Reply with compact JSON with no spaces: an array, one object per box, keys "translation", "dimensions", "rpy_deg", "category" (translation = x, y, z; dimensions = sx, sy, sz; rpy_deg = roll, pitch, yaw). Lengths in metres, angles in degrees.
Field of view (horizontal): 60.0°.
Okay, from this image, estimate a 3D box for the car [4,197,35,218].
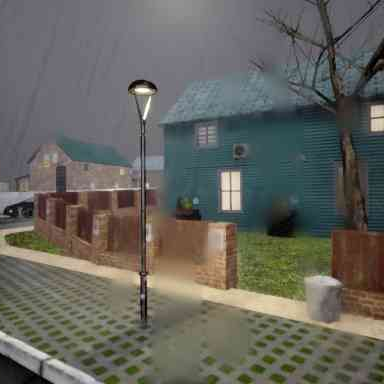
[{"translation":[-11.012,1.034,23.720],"dimensions":[1.994,1.385,4.181],"rpy_deg":[-1,1,29],"category":"car"}]
